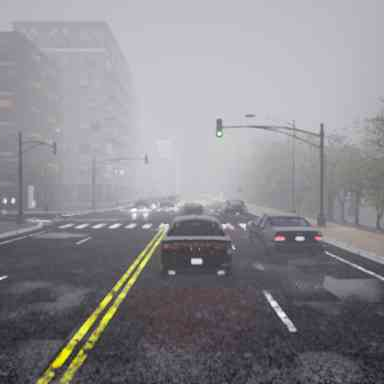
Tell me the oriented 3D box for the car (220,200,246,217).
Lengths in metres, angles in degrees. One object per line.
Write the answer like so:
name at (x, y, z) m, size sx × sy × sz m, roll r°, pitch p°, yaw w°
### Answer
car at (3.367, 1.388, 26.967) m, size 2.128 × 1.511 × 4.902 m, roll 0°, pitch 0°, yaw 0°

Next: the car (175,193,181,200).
car at (-3.297, 1.304, 54.634) m, size 1.837 × 1.490 × 4.892 m, roll 0°, pitch 0°, yaw 0°

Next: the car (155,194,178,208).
car at (-3.318, 1.379, 45.035) m, size 2.033 × 1.411 × 5.357 m, roll 0°, pitch 0°, yaw 0°

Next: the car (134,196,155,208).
car at (-6.567, 1.433, 44.782) m, size 1.895 × 1.301 × 4.718 m, roll 0°, pitch 0°, yaw 0°

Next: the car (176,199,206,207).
car at (0.113, 1.474, 23.637) m, size 1.994 × 1.385 × 4.181 m, roll 0°, pitch 0°, yaw 0°

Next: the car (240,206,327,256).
car at (3.360, 1.496, 12.868) m, size 2.033 × 1.411 × 5.357 m, roll 0°, pitch 0°, yaw 0°

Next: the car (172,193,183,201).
car at (-3.208, 1.094, 73.700) m, size 2.097 × 1.767 × 4.553 m, roll 0°, pitch 0°, yaw 0°

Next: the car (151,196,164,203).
car at (-6.470, 1.373, 62.992) m, size 1.895 × 1.301 × 4.718 m, roll 0°, pitch 0°, yaw 0°

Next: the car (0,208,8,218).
car at (-18.325, 1.609, 28.195) m, size 4.902 × 1.511 × 2.128 m, roll -1°, pitch 0°, yaw -1°

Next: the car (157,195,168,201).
car at (-6.458, 1.295, 72.843) m, size 1.994 × 1.385 × 4.181 m, roll 0°, pitch 0°, yaw 0°

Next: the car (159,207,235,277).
car at (0.108, 1.437, 10.179) m, size 1.882 × 1.535 × 5.008 m, roll 0°, pitch 0°, yaw 0°
